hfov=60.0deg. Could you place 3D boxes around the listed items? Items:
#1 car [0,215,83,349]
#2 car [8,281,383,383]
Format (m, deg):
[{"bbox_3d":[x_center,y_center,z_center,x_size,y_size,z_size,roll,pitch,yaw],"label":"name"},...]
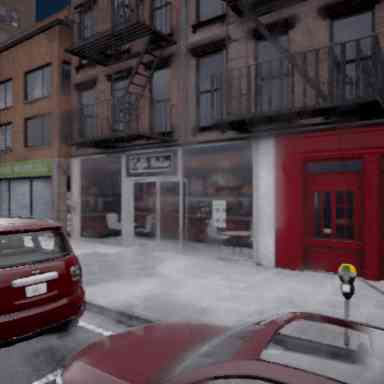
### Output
[{"bbox_3d":[-3.915,1.323,5.602,5.009,1.841,2.192,0,0,35],"label":"car"},{"bbox_3d":[0.711,1.583,2.303,4.206,1.307,1.802,0,0,35],"label":"car"}]
